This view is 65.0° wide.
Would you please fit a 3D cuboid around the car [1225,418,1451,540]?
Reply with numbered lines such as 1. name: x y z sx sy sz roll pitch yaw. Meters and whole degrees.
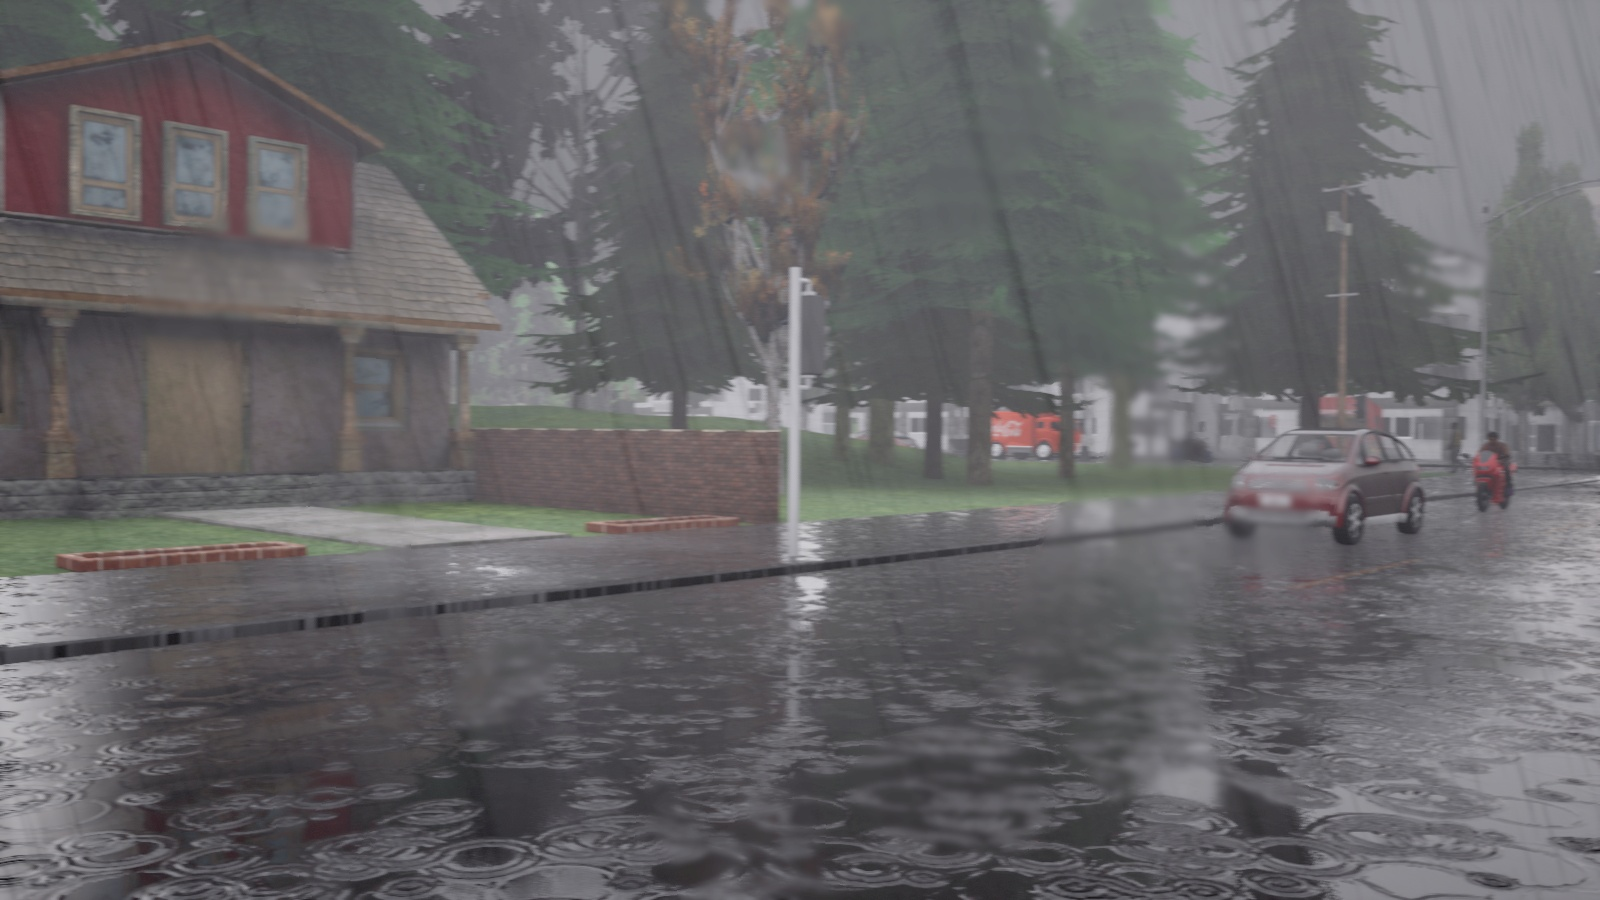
1. car: 7.705 0.328 17.814 1.789 1.549 3.705 0 1 43

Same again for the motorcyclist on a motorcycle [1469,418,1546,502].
1. motorcyclist on a motorcycle: 13.431 0.170 23.804 0.797 1.523 2.044 0 1 44

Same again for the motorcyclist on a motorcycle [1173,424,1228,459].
1. motorcyclist on a motorcycle: 18.099 -0.375 56.742 2.191 1.530 0.866 0 1 44

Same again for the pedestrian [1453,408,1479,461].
1. pedestrian: 23.387 -0.548 44.117 0.431 1.840 0.709 -1 1 -42

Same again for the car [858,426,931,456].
1. car: 5.173 -0.495 69.070 3.705 1.549 1.789 0 1 44

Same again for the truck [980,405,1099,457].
1. truck: 11.894 -0.927 62.637 5.204 2.467 2.627 0 1 44
